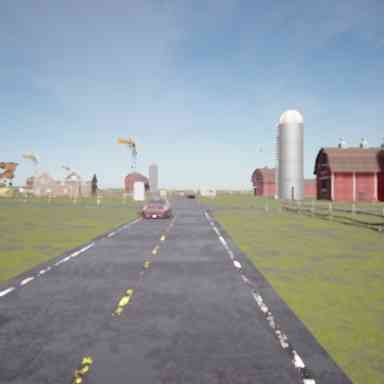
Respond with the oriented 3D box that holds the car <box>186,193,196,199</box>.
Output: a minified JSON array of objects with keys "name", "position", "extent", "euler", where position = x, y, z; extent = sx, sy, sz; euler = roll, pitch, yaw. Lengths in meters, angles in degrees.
[{"name":"car","position":[-0.021,1.104,88.498],"extent":[1.882,1.535,5.008],"euler":[0,0,-2]}]

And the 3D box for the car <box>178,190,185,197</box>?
[{"name":"car","position":[-3.002,0.442,95.064],"extent":[2.150,2.045,5.566],"euler":[0,0,-2]}]

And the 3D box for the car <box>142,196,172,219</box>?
[{"name":"car","position":[-2.803,1.233,27.208],"extent":[2.097,1.767,4.553],"euler":[0,0,0]}]
